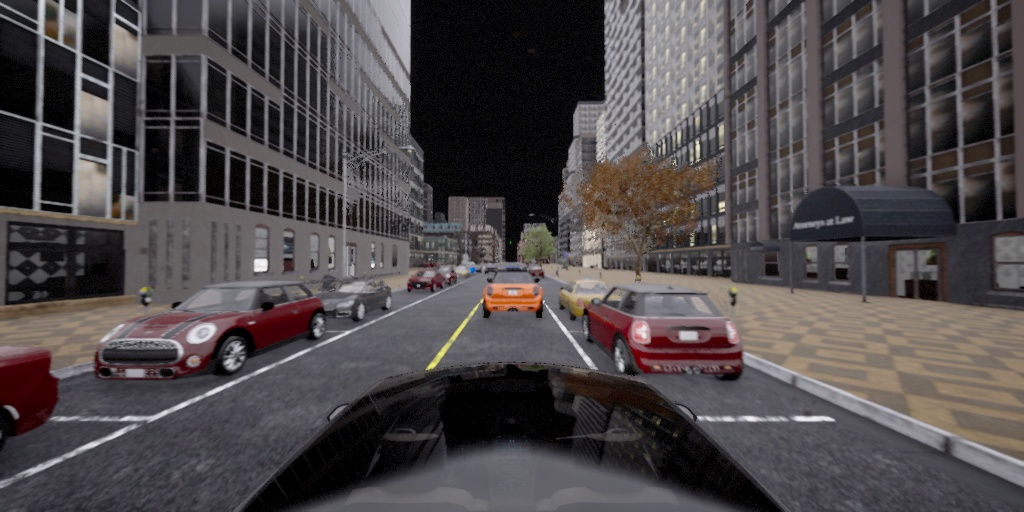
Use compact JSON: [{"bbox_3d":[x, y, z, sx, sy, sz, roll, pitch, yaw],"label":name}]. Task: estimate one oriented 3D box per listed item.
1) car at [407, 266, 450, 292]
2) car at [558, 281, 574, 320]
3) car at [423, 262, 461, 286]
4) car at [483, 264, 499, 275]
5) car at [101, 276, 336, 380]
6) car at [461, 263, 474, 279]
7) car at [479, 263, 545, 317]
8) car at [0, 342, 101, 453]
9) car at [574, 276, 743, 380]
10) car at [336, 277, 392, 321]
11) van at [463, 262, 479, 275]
[{"bbox_3d":[-5.683,1.591,24.018,1.888,1.381,4.507,0,0,0],"label":"car"},{"bbox_3d":[2.694,1.424,13.107,1.751,1.417,4.829,0,0,0],"label":"car"},{"bbox_3d":[-5.682,1.559,29.557,1.967,1.591,4.097,0,0,0],"label":"car"},{"bbox_3d":[-3.068,1.983,53.485,2.033,1.411,5.357,0,-1,0],"label":"car"},{"bbox_3d":[-5.688,1.265,7.401,1.967,1.591,4.097,0,0,0],"label":"car"},{"bbox_3d":[-5.678,1.791,40.464,1.751,1.417,4.829,0,0,0],"label":"car"},{"bbox_3d":[0.049,1.265,14.093,2.097,1.767,4.553,0,-1,0],"label":"car"},{"bbox_3d":[-5.690,1.297,1.863,1.888,1.381,4.507,0,0,0],"label":"car"},{"bbox_3d":[2.692,1.265,7.400,1.967,1.591,4.097,0,0,0],"label":"car"},{"bbox_3d":[-5.687,1.449,12.940,2.007,1.370,4.403,0,0,0],"label":"car"},{"bbox_3d":[-5.676,1.680,46.173,1.690,1.789,3.998,0,0,0],"label":"van"}]
